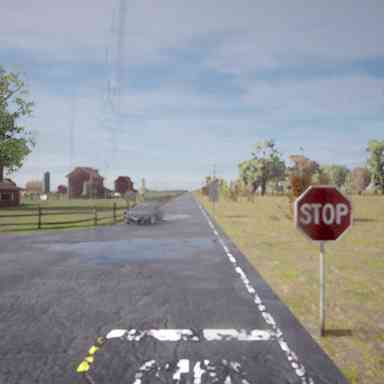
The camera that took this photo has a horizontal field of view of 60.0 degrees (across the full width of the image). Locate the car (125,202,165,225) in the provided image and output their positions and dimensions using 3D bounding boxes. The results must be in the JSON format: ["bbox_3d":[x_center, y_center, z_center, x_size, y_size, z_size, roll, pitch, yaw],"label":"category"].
[{"bbox_3d":[-3.251,1.530,23.928,1.837,1.490,4.892,2,1,9],"label":"car"}]
